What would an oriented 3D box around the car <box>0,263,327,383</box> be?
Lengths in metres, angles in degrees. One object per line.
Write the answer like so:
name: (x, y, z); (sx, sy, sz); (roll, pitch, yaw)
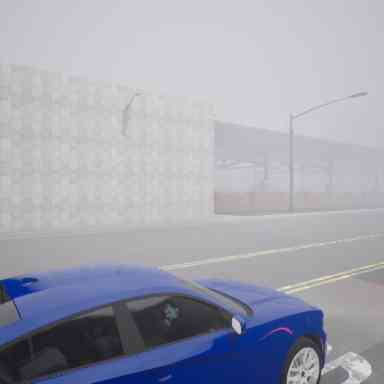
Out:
car: (-0.683, 1.478, 3.262); (5.008, 1.535, 1.882); (0, 0, -36)
